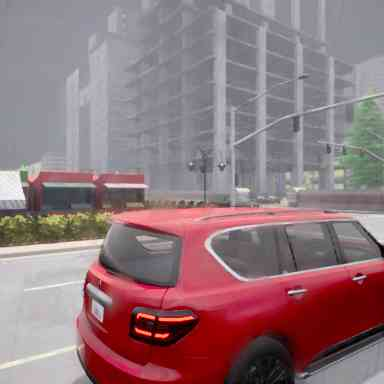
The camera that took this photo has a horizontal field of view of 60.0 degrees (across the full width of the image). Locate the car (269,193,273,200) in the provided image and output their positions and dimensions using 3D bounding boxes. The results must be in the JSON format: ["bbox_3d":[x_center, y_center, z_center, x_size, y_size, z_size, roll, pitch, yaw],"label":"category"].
[{"bbox_3d":[11.664,1.114,58.231,1.905,1.878,3.866,0,0,-36],"label":"car"}]

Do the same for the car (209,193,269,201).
[{"bbox_3d":[3.617,1.166,29.021,2.150,2.045,5.566,0,0,-36],"label":"car"}]

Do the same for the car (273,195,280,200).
[{"bbox_3d":[14.053,1.114,59.946,1.905,1.878,3.866,0,0,-36],"label":"car"}]

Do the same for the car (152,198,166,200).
[{"bbox_3d":[-3.671,1.422,39.052,1.882,1.535,5.008,0,0,-36],"label":"car"}]

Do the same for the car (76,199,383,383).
[{"bbox_3d":[1.292,1.221,4.713,5.566,2.045,2.150,0,0,-35],"label":"car"}]
